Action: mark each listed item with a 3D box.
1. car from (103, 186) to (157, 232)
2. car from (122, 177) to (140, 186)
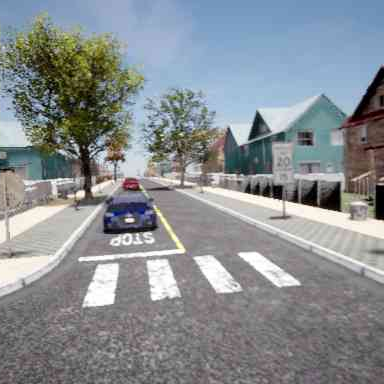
[{"bbox_3d":[-2.565,0.702,13.905,1.994,1.385,4.181,-3,4,-9],"label":"car"},{"bbox_3d":[-7.147,-0.963,38.931,1.882,1.535,5.008,-3,4,-10],"label":"car"}]
